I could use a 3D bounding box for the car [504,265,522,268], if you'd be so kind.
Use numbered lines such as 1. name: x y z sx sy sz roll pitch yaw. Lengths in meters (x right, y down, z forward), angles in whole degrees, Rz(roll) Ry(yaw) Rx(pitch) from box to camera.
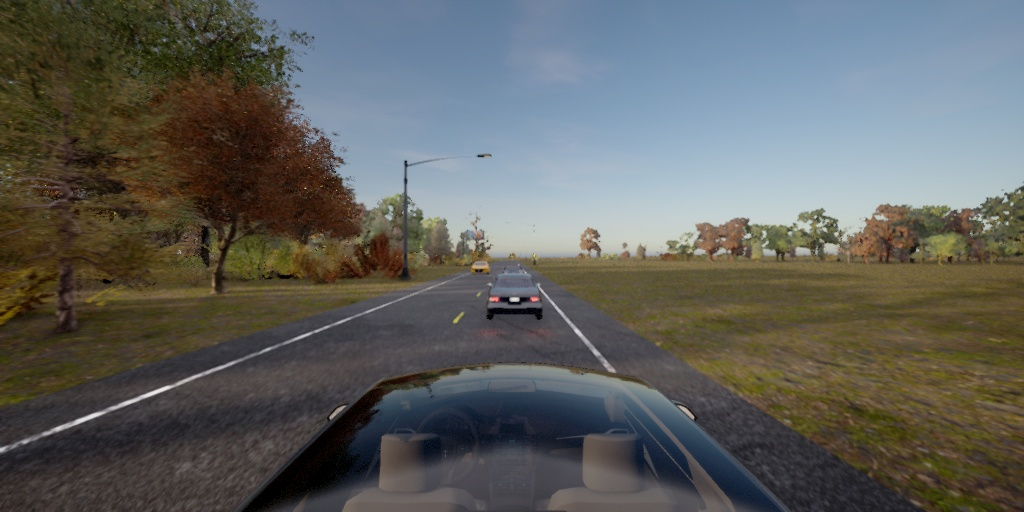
1. car: 0.092 1.434 31.464 1.895 1.301 4.718 0 0 0

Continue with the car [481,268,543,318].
1. car: 0.085 1.329 13.004 2.033 1.411 5.357 0 0 0

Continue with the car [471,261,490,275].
1. car: -3.594 1.340 41.469 1.882 1.535 5.008 0 0 0
